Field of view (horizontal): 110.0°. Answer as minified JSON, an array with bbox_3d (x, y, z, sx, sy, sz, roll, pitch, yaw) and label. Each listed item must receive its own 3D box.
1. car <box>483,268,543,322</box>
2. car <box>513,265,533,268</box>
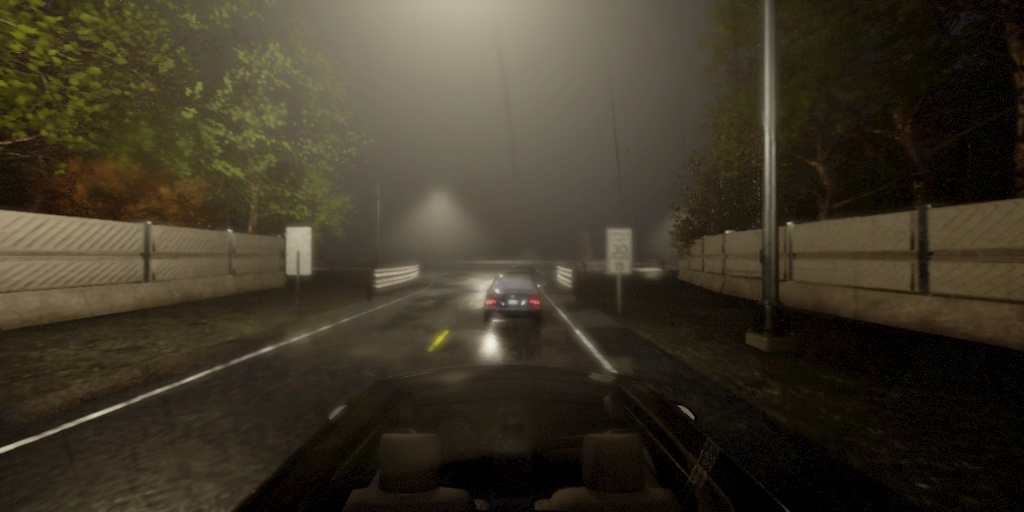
[{"bbox_3d":[0.044,1.328,12.409,2.033,1.411,5.357,0,0,0],"label":"car"},{"bbox_3d":[0.917,1.369,27.215,2.033,1.411,5.357,0,0,11],"label":"car"}]
